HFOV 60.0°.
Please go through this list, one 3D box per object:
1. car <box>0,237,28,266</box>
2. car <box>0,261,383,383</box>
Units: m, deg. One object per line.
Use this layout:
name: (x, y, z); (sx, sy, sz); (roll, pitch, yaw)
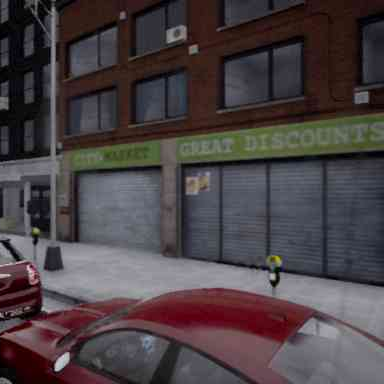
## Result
car: (-4.617, 1.442, 6.112); (4.097, 1.590, 1.967); (0, 0, 36)
car: (0.004, 1.545, 2.810); (4.507, 1.381, 1.887); (0, 0, 36)
